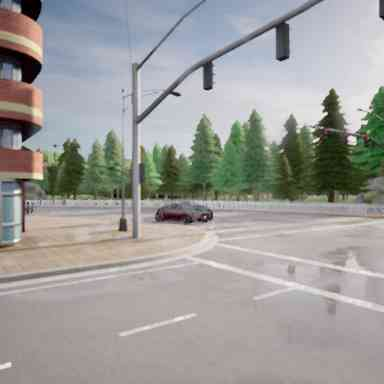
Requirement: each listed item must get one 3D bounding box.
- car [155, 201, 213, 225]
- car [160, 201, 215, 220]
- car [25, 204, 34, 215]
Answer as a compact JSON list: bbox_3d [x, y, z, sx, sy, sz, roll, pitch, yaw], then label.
[{"bbox_3d":[-0.647,1.472,23.272,4.181,1.385,1.994,0,0,40],"label":"car"},{"bbox_3d":[-0.383,1.463,27.647,4.181,1.385,1.994,0,0,35],"label":"car"},{"bbox_3d":[-17.521,1.411,31.525,5.008,1.535,1.882,0,0,9],"label":"car"}]
